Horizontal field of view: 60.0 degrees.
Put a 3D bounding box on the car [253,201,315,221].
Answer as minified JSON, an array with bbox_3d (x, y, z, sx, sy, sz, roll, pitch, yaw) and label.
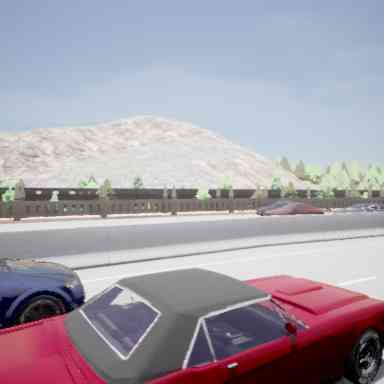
[{"bbox_3d":[7.621,1.500,27.526,4.892,1.490,1.837,0,0,-23],"label":"car"}]

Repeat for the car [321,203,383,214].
[{"bbox_3d":[11.183,1.486,21.445,4.902,1.511,2.128,0,0,-22],"label":"car"}]

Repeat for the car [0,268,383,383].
[{"bbox_3d":[0.272,1.600,3.761,4.718,1.301,1.895,0,0,-33],"label":"car"}]

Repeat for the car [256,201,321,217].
[{"bbox_3d":[7.204,1.521,23.521,4.674,1.442,1.812,0,0,-24],"label":"car"}]

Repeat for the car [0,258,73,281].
[{"bbox_3d":[-3.858,1.564,5.125,4.181,1.385,1.994,0,0,-35],"label":"car"}]
